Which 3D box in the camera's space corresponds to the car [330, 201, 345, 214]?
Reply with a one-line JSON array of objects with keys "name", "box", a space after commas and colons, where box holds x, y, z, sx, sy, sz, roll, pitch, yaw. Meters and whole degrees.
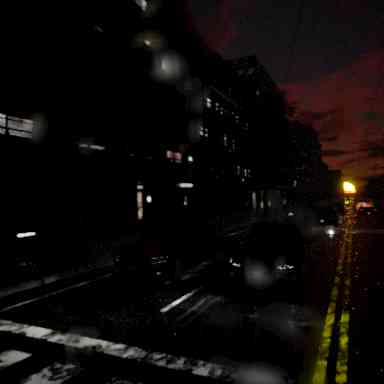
[{"name": "car", "box": [17.680, 1.906, 40.730, 2.128, 1.511, 4.902, -2, -1, 26]}]

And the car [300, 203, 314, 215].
[{"name": "car", "box": [14.761, 2.124, 42.148, 2.033, 1.411, 5.357, -2, -1, 26]}]

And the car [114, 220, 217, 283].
[{"name": "car", "box": [-0.518, 1.747, 10.957, 1.882, 1.535, 5.008, -2, -1, 25]}]

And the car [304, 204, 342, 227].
[{"name": "car", "box": [9.923, 1.844, 24.986, 1.994, 1.385, 4.181, -2, -1, 26]}]

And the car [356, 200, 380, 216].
[{"name": "car", "box": [18.725, 1.862, 35.322, 1.895, 1.301, 4.718, -2, -1, 26]}]

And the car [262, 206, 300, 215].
[{"name": "car", "box": [6.688, 1.873, 25.771, 2.128, 1.511, 4.902, -2, -1, 26]}]

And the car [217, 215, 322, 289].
[{"name": "car", "box": [2.577, 1.669, 9.895, 1.837, 1.490, 4.892, -2, -1, 26]}]
